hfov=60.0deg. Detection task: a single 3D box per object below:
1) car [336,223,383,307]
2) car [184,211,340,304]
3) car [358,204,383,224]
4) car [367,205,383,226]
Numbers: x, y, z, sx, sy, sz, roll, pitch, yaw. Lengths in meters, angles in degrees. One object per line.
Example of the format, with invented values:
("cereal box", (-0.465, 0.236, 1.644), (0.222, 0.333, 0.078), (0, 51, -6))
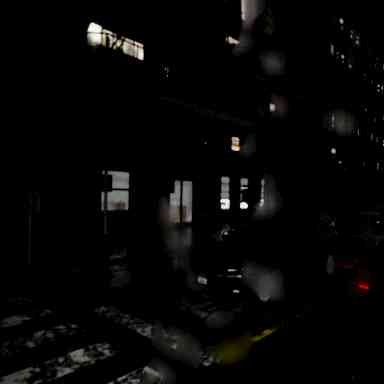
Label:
("car", (4.886, 1.526, 6.951), (1.812, 1.442, 4.674), (0, 0, 44))
("car", (1.973, 1.479, 8.437), (5.008, 1.535, 1.882), (-1, 0, -45))
("car", (13.277, 1.529, 23.668), (1.752, 1.417, 4.829), (1, 1, 44))
("car", (11.356, 1.567, 18.010), (1.994, 1.385, 4.181), (0, 0, 44))
